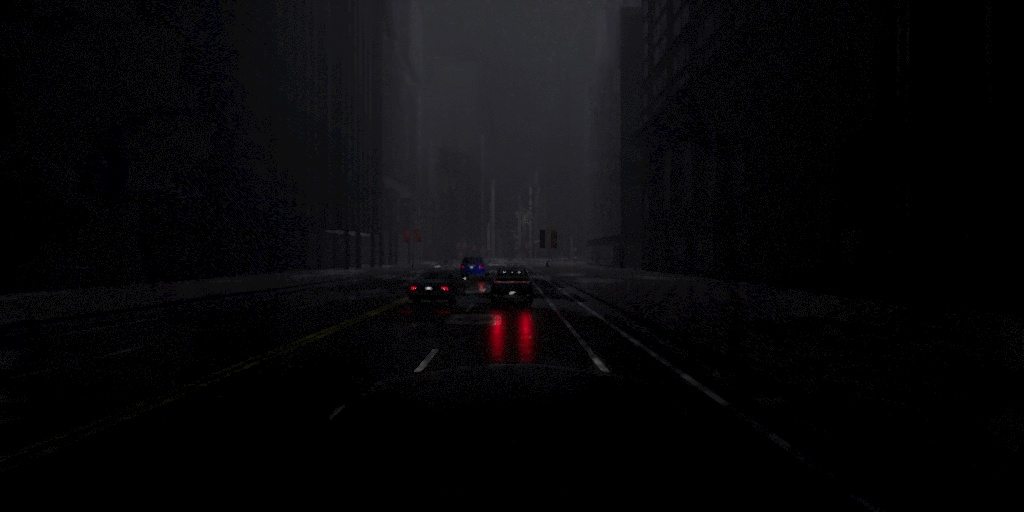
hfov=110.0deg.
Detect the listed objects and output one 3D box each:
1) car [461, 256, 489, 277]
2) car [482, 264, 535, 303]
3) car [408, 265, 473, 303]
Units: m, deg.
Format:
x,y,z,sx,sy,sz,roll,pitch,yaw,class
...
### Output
x,y,z,sx,sy,sz,roll,pitch,yaw,class
-3.250,1.007,31.530,2.150,2.045,5.566,0,0,0,car
0.000,1.244,16.500,2.128,1.511,4.902,0,0,0,car
-3.250,1.313,16.500,2.033,1.411,5.357,0,0,0,car
